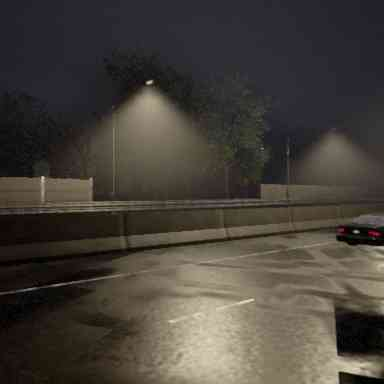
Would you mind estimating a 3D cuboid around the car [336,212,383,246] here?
[{"bbox_3d":[8.269,1.563,14.067,5.357,1.411,2.033,0,0,-35],"label":"car"}]
